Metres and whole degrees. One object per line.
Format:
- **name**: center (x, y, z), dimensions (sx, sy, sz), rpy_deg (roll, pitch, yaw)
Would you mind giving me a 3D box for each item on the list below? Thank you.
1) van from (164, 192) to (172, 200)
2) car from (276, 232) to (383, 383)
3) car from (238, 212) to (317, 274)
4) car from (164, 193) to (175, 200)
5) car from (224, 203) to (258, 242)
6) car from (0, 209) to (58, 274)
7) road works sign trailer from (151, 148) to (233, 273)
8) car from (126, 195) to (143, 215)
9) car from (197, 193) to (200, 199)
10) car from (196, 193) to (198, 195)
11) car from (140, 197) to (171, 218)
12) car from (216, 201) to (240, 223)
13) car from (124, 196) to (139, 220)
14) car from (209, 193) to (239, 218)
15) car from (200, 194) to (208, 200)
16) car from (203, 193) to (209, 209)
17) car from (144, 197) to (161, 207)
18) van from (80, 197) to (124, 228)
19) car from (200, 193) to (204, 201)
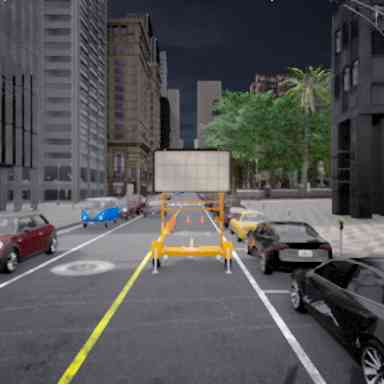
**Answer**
- **van**: center (-5.738, 0.973, 80.597), dimensions (1.690, 1.788, 3.998), rpy_deg (0, 0, 0)
- **car**: center (2.763, 1.547, 4.704), dimensions (1.947, 1.339, 4.313), rpy_deg (0, 0, 0)
- **car**: center (2.765, 1.526, 10.190), dimensions (1.947, 1.339, 4.313), rpy_deg (0, 0, 0)
- **car**: center (-5.740, 0.977, 75.177), dimensions (2.192, 1.841, 5.009), rpy_deg (0, 0, 0)
- **car**: center (2.767, 1.463, 15.847), dimensions (1.752, 1.417, 4.829), rpy_deg (0, 0, 0)
- **car**: center (-5.760, 1.399, 10.203), dimensions (1.967, 1.590, 4.097), rpy_deg (0, 0, 0)
- **road works sign trailer**: center (0.003, 0.423, 10.482), dimensions (2.380, 3.560, 2.880), rpy_deg (0, 0, 0)
- **car**: center (-5.754, 1.188, 32.153), dimensions (2.192, 1.841, 5.009), rpy_deg (0, 0, 0)
- **car**: center (2.785, 1.229, 75.156), dimensions (1.947, 1.339, 4.313), rpy_deg (0, 0, 0)
- **car**: center (2.789, 1.041, 85.996), dimensions (1.967, 1.590, 4.097), rpy_deg (0, 0, 0)
- **car**: center (-3.090, 1.411, 29.039), dimensions (1.812, 1.442, 4.674), rpy_deg (0, 0, 0)
- **car**: center (2.768, 1.499, 21.164), dimensions (1.802, 1.307, 4.206), rpy_deg (0, 0, 0)
- **car**: center (-5.755, 1.335, 26.666), dimensions (1.967, 1.590, 4.097), rpy_deg (0, 0, 0)
- **car**: center (2.770, 1.210, 26.649), dimensions (2.192, 1.841, 5.009), rpy_deg (0, 0, 0)
- **car**: center (2.787, 1.214, 80.576), dimensions (1.802, 1.307, 4.206), rpy_deg (0, 0, 0)
- **car**: center (2.774, 1.167, 37.622), dimensions (2.192, 1.841, 5.009), rpy_deg (0, 0, 0)
- **car**: center (-5.749, 1.368, 48.618), dimensions (1.947, 1.339, 4.313), rpy_deg (0, 0, 0)
- **van**: center (-5.757, 1.257, 21.178), dimensions (1.690, 1.788, 3.998), rpy_deg (0, 0, 0)
- **car**: center (2.777, 1.118, 48.597), dimensions (2.192, 1.841, 5.009), rpy_deg (0, 0, 0)
